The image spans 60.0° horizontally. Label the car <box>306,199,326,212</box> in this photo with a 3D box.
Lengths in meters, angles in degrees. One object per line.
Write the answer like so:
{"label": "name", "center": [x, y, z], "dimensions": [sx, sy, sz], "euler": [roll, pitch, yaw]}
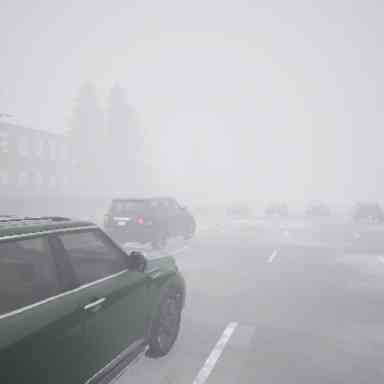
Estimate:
{"label": "car", "center": [14.647, 1.564, 39.398], "dimensions": [1.994, 1.385, 4.181], "euler": [0, 0, 18]}

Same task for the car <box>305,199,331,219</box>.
{"label": "car", "center": [11.182, 1.526, 29.685], "dimensions": [1.812, 1.442, 4.674], "euler": [0, 0, 20]}

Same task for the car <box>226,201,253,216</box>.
{"label": "car", "center": [4.686, 1.563, 32.301], "dimensions": [1.994, 1.385, 4.181], "euler": [0, 0, 20]}

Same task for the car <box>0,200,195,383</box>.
{"label": "car", "center": [-1.900, 1.222, 3.268], "dimensions": [2.150, 2.045, 5.566], "euler": [0, 0, 20]}

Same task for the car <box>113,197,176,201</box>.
{"label": "car", "center": [-1.627, 1.221, 14.504], "dimensions": [2.150, 2.045, 5.566], "euler": [0, 0, 20]}

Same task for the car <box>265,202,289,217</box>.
{"label": "car", "center": [8.196, 1.601, 31.722], "dimensions": [1.895, 1.301, 4.718], "euler": [0, 0, 20]}

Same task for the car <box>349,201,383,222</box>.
{"label": "car", "center": [13.643, 1.502, 26.144], "dimensions": [1.837, 1.490, 4.892], "euler": [0, -1, 20]}
